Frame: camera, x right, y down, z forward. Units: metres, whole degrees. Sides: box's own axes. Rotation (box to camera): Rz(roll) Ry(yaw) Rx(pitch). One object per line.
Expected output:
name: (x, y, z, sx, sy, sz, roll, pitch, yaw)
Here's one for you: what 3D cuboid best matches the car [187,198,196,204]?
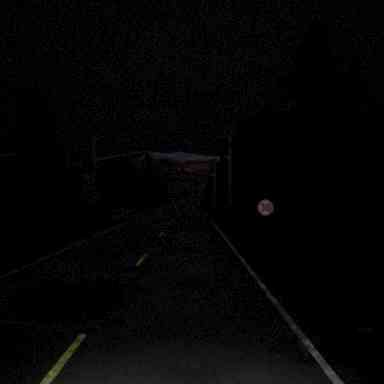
car: (-0.066, 2.243, 85.265, 1.837, 1.490, 4.892, 0, -1, 0)
